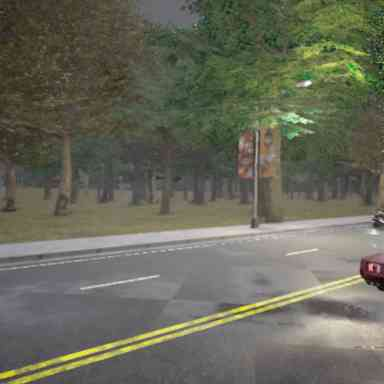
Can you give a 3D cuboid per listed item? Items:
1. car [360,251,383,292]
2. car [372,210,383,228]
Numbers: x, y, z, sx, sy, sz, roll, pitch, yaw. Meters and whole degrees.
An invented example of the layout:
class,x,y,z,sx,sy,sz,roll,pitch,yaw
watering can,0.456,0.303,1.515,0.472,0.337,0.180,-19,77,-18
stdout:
class,x,y,z,sx,sy,sz,roll,pitch,yaw
car,5.961,1.611,7.690,4.718,1.301,1.895,0,0,-35
car,13.377,1.528,21.207,4.892,1.490,1.837,0,0,-35
